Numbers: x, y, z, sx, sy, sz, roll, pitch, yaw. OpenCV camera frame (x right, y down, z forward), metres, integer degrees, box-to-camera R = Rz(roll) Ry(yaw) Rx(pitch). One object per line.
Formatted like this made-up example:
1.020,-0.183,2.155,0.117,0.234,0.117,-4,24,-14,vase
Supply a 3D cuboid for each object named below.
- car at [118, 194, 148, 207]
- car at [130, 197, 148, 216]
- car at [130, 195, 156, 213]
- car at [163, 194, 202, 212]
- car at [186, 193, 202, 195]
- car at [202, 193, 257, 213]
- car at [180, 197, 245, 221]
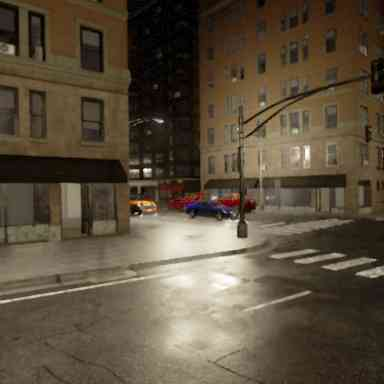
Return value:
-7.737,1.050,43.463,1.967,1.590,4.097,0,1,-44,car
-6.191,1.395,29.617,1.947,1.339,4.313,0,1,-44,car
-5.523,1.123,32.879,2.097,1.767,4.553,-1,1,-44,car
-0.897,1.270,32.728,1.812,1.442,4.674,-1,1,-44,car
-0.072,1.008,35.551,2.192,1.841,5.009,0,1,-44,car
3.760,1.048,31.595,2.192,1.841,5.009,-1,1,-44,car
1.483,1.371,25.644,1.812,1.442,4.674,-1,1,-43,car
